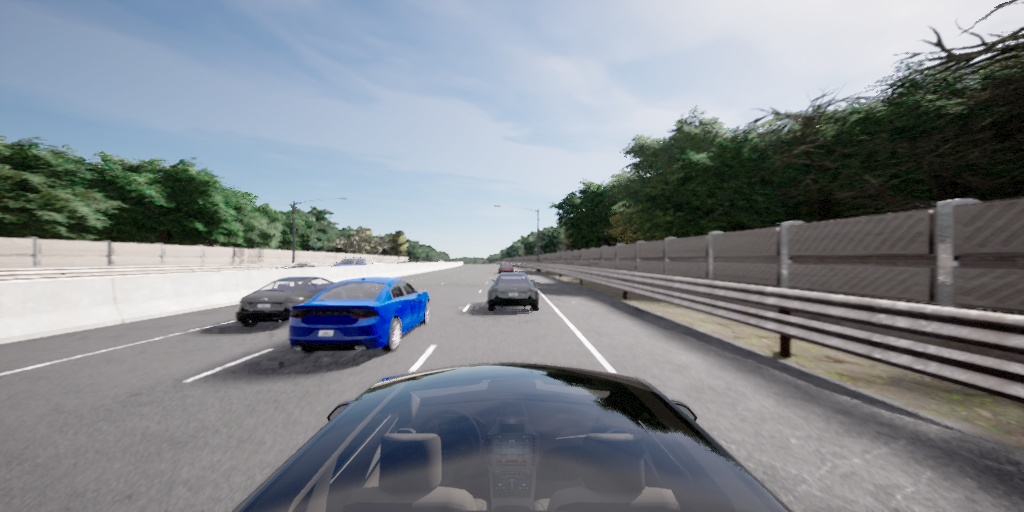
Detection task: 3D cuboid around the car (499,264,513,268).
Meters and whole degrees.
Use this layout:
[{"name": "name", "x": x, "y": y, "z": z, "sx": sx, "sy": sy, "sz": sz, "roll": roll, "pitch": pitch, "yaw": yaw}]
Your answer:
[{"name": "car", "x": -0.818, "y": 1.710, "z": 48.998, "sx": 1.994, "sy": 1.385, "sz": 4.181, "roll": 0, "pitch": -1, "yaw": -2}]

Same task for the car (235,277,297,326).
[{"name": "car", "x": -6.939, "y": 1.375, "z": 12.008, "sx": 1.994, "sy": 1.385, "sz": 4.181, "roll": 0, "pitch": 0, "yaw": -1}]

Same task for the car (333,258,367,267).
[{"name": "car", "x": -18.183, "y": 1.280, "z": 40.403, "sx": 2.150, "sy": 2.045, "sz": 5.566, "roll": 0, "pitch": -1, "yaw": -1}]

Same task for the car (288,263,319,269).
[{"name": "car", "x": -21.609, "y": 1.631, "z": 37.477, "sx": 1.895, "sy": 1.301, "sz": 4.718, "roll": 0, "pitch": -1, "yaw": -1}]

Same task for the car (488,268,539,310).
[{"name": "car", "x": 0.031, "y": 1.388, "z": 15.165, "sx": 1.994, "sy": 1.385, "sz": 4.181, "roll": 0, "pitch": 0, "yaw": -1}]

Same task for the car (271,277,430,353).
[{"name": "car", "x": -3.413, "y": 1.267, "z": 9.023, "sx": 1.882, "sy": 1.535, "sz": 5.008, "roll": 0, "pitch": 0, "yaw": 0}]
